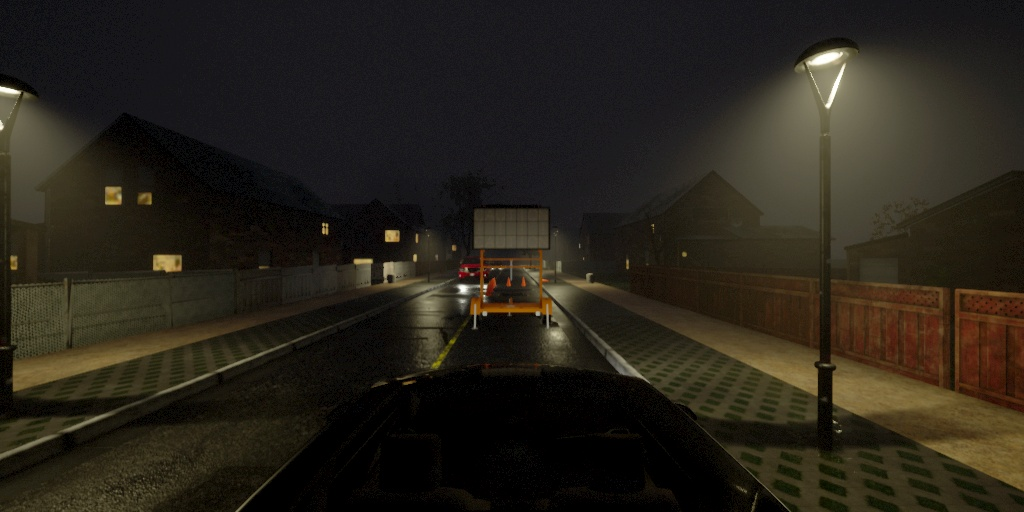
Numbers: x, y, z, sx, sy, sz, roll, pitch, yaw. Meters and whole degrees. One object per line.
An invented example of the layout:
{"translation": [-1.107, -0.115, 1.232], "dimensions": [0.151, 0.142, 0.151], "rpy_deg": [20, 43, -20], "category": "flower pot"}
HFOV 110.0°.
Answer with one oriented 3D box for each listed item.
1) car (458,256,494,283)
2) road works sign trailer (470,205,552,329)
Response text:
{"translation": [-2.914, 1.016, 28.905], "dimensions": [2.150, 2.045, 5.566], "rpy_deg": [0, 0, 0], "category": "car"}
{"translation": [-0.021, 0.215, 11.199], "dimensions": [2.380, 3.560, 2.880], "rpy_deg": [0, 0, 0], "category": "road works sign trailer"}
